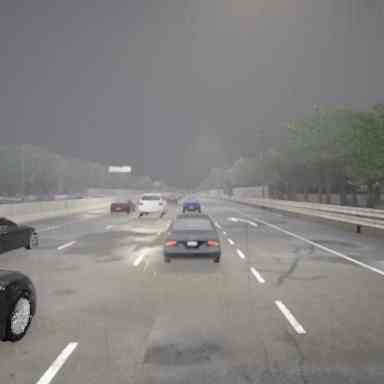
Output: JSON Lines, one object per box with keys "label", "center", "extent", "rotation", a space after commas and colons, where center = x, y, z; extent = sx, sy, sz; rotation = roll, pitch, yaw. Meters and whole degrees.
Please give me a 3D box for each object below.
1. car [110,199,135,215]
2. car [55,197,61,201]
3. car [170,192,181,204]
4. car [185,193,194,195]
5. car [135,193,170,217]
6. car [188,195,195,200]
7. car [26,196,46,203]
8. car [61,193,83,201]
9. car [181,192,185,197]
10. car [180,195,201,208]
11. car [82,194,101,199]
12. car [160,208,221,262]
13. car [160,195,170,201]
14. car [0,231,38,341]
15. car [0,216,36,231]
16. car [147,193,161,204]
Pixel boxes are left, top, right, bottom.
{"label": "car", "center": [-7.022, 1.445, 34.197], "extent": [1.882, 1.535, 5.008], "rotation": [0, 0, 0]}
{"label": "car", "center": [-24.560, 1.504, 63.555], "extent": [1.994, 1.385, 4.181], "rotation": [0, 0, 0]}
{"label": "car", "center": [-3.554, 1.309, 60.448], "extent": [2.097, 1.767, 4.553], "rotation": [0, 0, 0]}
{"label": "car", "center": [-0.059, 1.434, 63.892], "extent": [1.882, 1.535, 5.008], "rotation": [0, 0, 0]}
{"label": "car", "center": [-3.519, 1.189, 30.823], "extent": [2.150, 2.045, 5.566], "rotation": [0, 0, 0]}
{"label": "car", "center": [-0.092, 1.510, 91.965], "extent": [1.994, 1.385, 4.181], "rotation": [0, 0, 0]}
{"label": "car", "center": [-28.062, 1.465, 59.965], "extent": [1.837, 1.490, 4.892], "rotation": [0, 0, 0]}
{"label": "car", "center": [-21.066, 1.185, 59.955], "extent": [2.150, 2.045, 5.566], "rotation": [0, 0, 0]}
{"label": "car", "center": [-3.587, 1.313, 87.692], "extent": [2.097, 1.767, 4.553], "rotation": [0, 0, 0]}
{"label": "car", "center": [-0.025, 1.441, 36.705], "extent": [1.882, 1.535, 5.008], "rotation": [0, 0, 0]}
{"label": "car", "center": [-17.574, 1.439, 60.001], "extent": [1.882, 1.535, 5.008], "rotation": [0, 0, 0]}
{"label": "car", "center": [0.002, 1.529, 12.051], "extent": [2.033, 1.411, 5.357], "rotation": [0, 0, 0]}
{"label": "car", "center": [-7.087, 1.499, 87.753], "extent": [2.033, 1.411, 5.357], "rotation": [0, 0, 0]}
{"label": "car", "center": [-3.499, 1.501, 3.587], "extent": [1.837, 1.490, 4.892], "rotation": [0, 0, 0]}
{"label": "car", "center": [-7.001, 1.511, 11.245], "extent": [1.812, 1.442, 4.674], "rotation": [0, 0, 0]}
{"label": "car", "center": [-7.058, 1.180, 62.281], "extent": [2.150, 2.045, 5.566], "rotation": [0, 0, 0]}
